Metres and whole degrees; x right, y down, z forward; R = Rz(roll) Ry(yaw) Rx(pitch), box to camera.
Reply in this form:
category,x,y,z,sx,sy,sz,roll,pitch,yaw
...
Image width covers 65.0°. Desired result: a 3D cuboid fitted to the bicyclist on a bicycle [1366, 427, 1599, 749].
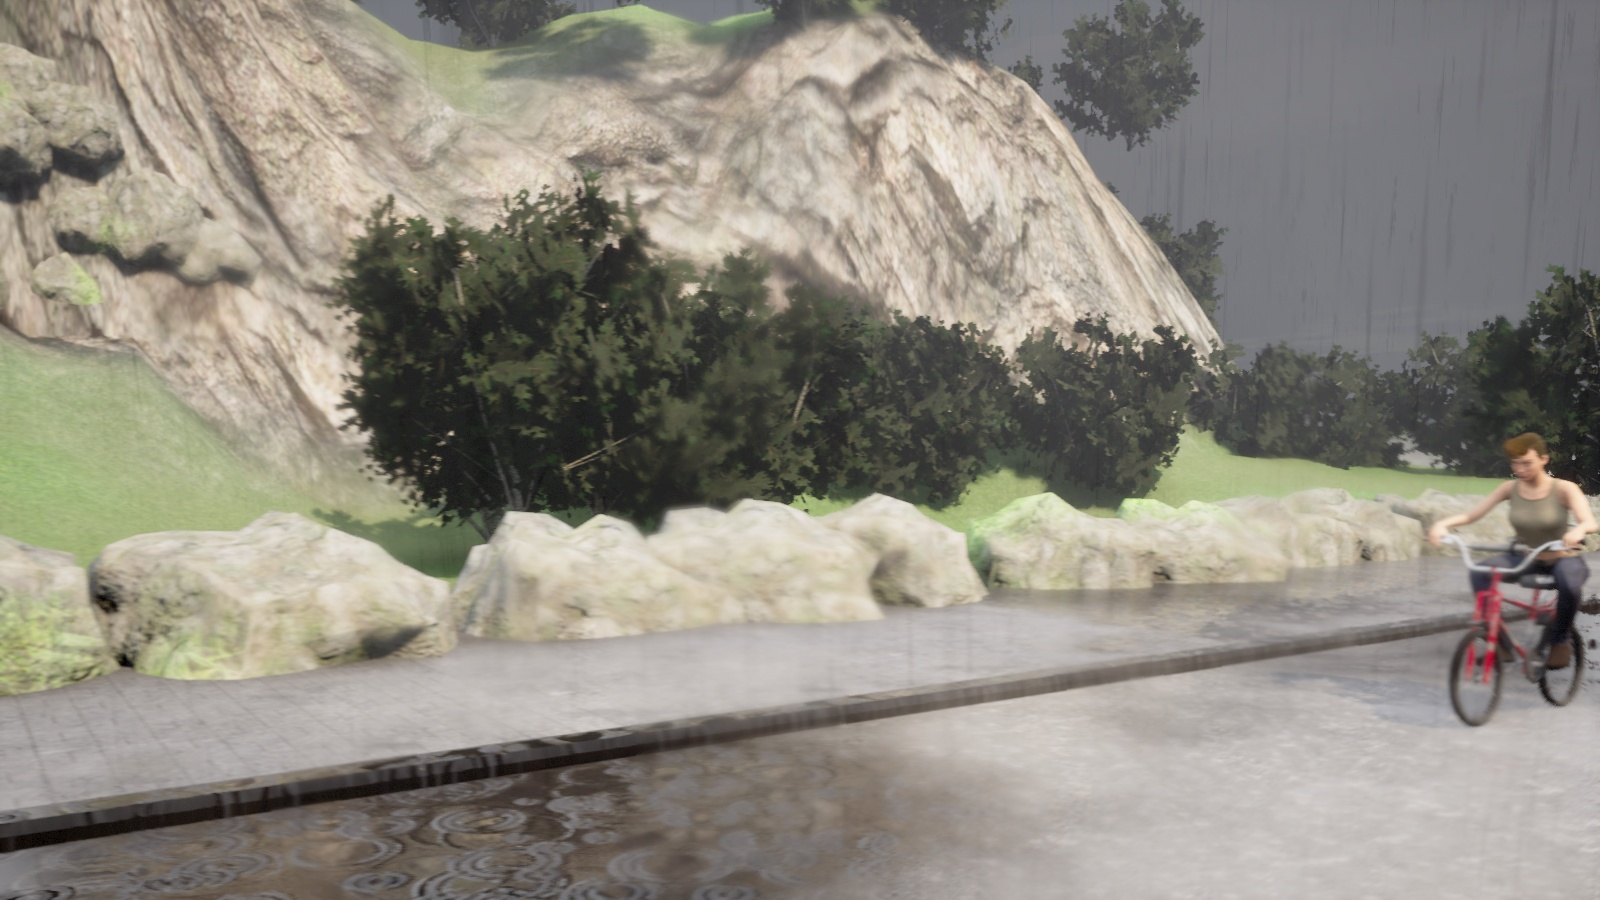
category,x,y,z,sx,sy,sz,roll,pitch,yaw
bicyclist on a bicycle,4.025,0.690,7.075,1.509,1.612,0.866,0,0,-35
